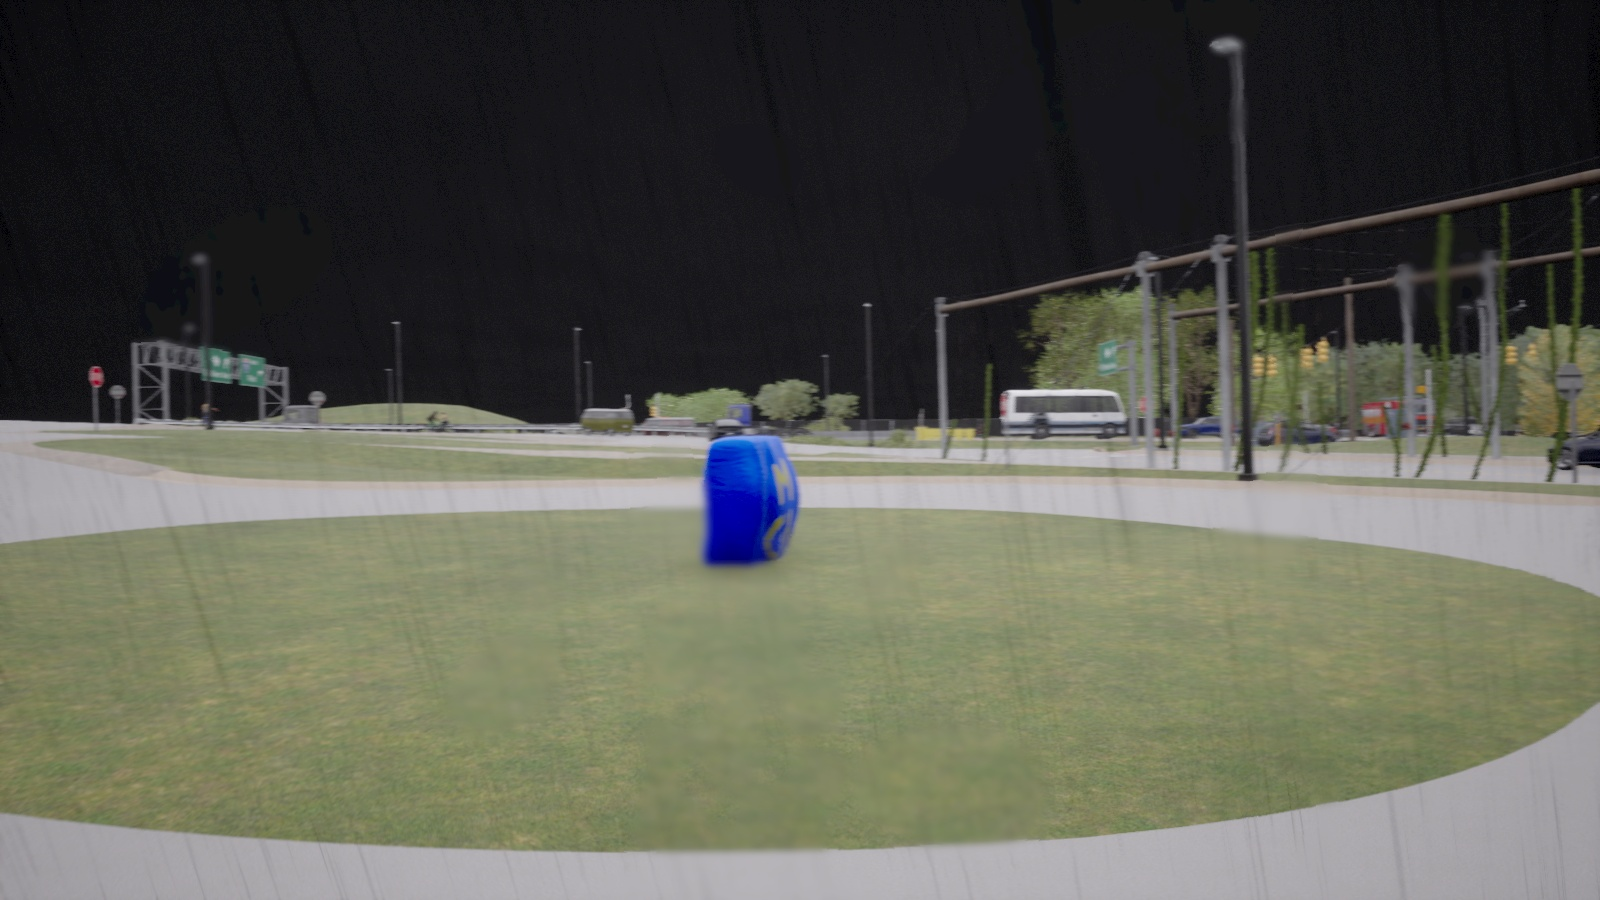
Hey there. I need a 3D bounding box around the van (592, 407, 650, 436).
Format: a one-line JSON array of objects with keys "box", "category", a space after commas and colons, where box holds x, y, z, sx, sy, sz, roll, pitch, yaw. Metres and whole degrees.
[{"box": [-13.098, -2.079, 91.732, 4.442, 1.987, 1.775, 2, 2, 42], "category": "van"}]

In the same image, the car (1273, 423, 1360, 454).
[{"box": [28.027, -0.629, 68.211, 3.988, 1.617, 1.851, 0, 0, -1], "category": "car"}]

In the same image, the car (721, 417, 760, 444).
[{"box": [-3.755, -1.236, 78.312, 1.882, 1.535, 5.008, 0, 3, -9], "category": "car"}]

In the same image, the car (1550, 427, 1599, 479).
[{"box": [24.752, 0.098, 36.408, 2.163, 1.488, 4.792, -1, 1, -25], "category": "car"}]
